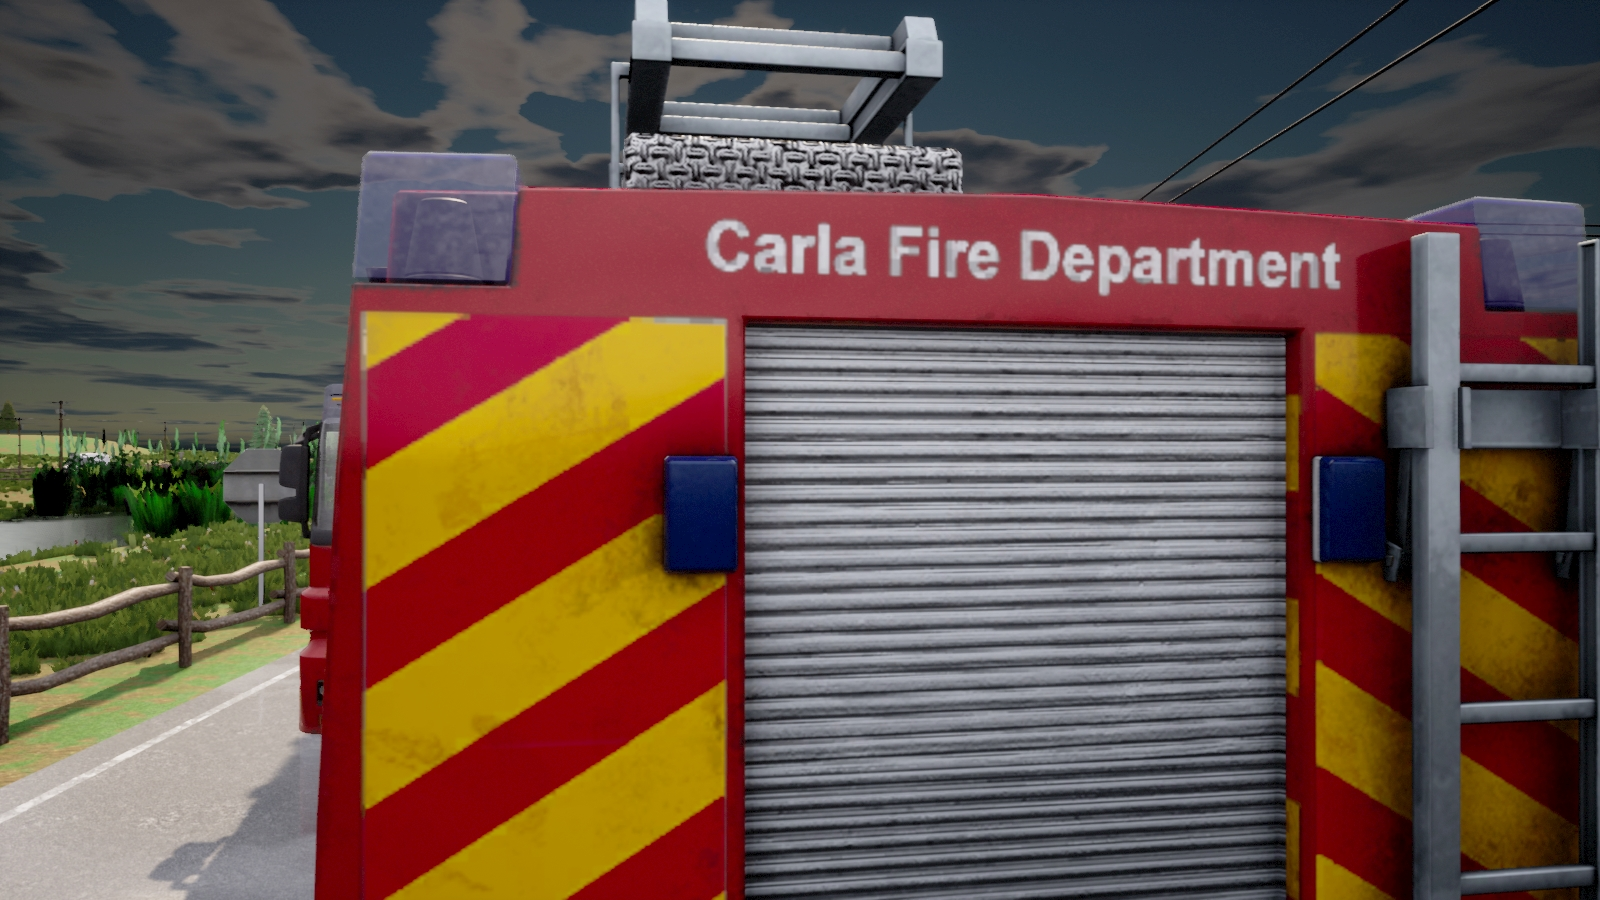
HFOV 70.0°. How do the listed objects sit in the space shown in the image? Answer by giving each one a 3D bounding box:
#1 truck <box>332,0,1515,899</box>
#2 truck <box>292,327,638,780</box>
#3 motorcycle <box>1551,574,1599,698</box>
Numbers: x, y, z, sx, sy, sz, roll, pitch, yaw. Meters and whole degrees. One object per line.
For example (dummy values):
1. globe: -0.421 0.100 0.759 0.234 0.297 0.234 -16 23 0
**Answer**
1. truck: -0.308 0.864 6.871 2.891 3.827 8.468 0 0 -10
2. truck: -3.821 0.862 14.114 2.891 3.827 8.468 0 0 -13
3. motorcycle: 9.877 2.142 13.268 1.805 1.316 0.856 0 0 -6
